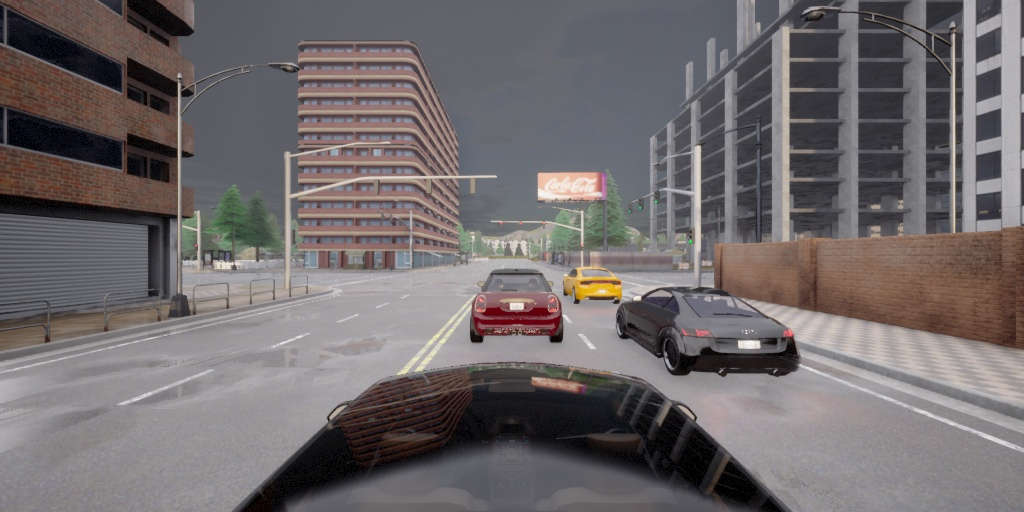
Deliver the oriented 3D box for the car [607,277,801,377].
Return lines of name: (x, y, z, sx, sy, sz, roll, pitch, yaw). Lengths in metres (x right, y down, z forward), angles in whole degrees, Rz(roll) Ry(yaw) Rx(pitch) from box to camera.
car: (3.600, 1.314, 7.450, 1.994, 1.385, 4.181, 0, 0, 0)

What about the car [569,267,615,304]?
car: (3.504, 1.228, 16.383, 1.882, 1.535, 5.008, 0, 0, 0)

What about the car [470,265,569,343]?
car: (0.103, 1.102, 9.855, 2.097, 1.767, 4.553, 0, 0, 0)
